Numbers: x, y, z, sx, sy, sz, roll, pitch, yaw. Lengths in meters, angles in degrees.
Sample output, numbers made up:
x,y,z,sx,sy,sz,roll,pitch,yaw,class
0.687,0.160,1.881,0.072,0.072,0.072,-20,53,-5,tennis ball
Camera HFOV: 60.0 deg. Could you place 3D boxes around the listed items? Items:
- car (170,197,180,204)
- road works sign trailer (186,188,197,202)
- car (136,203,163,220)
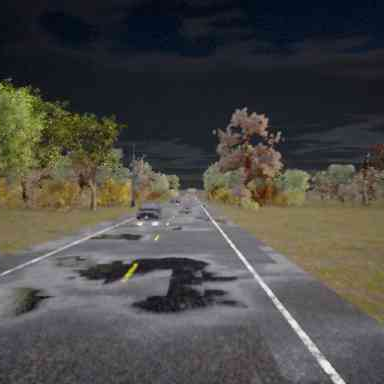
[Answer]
x,y,z,sx,sy,sz,roll,pitch,yaw,class
-3.514,1.809,70.587,1.994,1.385,4.181,0,0,0,car
-0.017,0.795,84.604,2.380,3.560,2.880,0,0,0,road works sign trailer
-3.605,1.656,29.126,2.033,1.411,5.357,0,0,0,car
